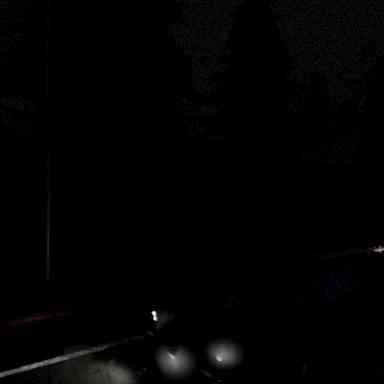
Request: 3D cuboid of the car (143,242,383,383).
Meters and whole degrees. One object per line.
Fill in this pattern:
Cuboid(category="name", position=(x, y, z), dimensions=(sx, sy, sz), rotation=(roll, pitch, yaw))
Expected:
Cuboid(category="car", position=(1.958, 1.589, 5.396), dimensions=(5.357, 1.411, 2.033), rotation=(1, 0, -36))
